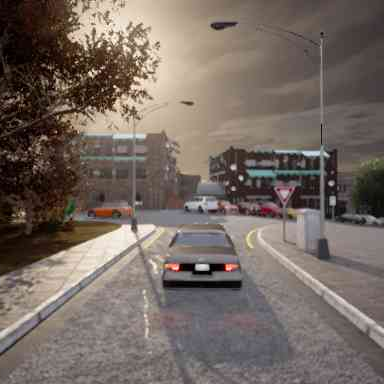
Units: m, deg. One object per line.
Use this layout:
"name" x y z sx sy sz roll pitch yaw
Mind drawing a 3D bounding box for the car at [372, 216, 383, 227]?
"car" 24.608 3.950 46.539 2.002 1.452 4.674 7 -3 -31

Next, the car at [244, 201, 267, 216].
"car" 6.897 2.118 43.021 2.185 1.767 4.553 6 -2 -32

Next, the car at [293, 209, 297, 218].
"car" 12.703 2.796 44.402 1.946 1.575 5.366 6 -2 -31

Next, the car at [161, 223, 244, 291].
"car" 0.259 1.576 9.154 2.033 1.411 5.357 0 -1 1

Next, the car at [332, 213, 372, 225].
"car" 21.647 3.672 45.964 2.002 1.452 4.674 6 -2 -31

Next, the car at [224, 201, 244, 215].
"car" 3.934 1.879 42.462 2.185 1.767 4.553 4 -2 -32

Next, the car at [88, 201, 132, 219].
"car" -8.462 1.802 34.157 4.553 1.767 2.097 -2 0 25

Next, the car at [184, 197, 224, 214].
"car" 1.066 1.599 41.814 2.435 2.045 5.566 1 -1 -31

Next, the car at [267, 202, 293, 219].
"car" 9.884 2.273 43.639 2.435 2.045 5.566 7 -3 -31
